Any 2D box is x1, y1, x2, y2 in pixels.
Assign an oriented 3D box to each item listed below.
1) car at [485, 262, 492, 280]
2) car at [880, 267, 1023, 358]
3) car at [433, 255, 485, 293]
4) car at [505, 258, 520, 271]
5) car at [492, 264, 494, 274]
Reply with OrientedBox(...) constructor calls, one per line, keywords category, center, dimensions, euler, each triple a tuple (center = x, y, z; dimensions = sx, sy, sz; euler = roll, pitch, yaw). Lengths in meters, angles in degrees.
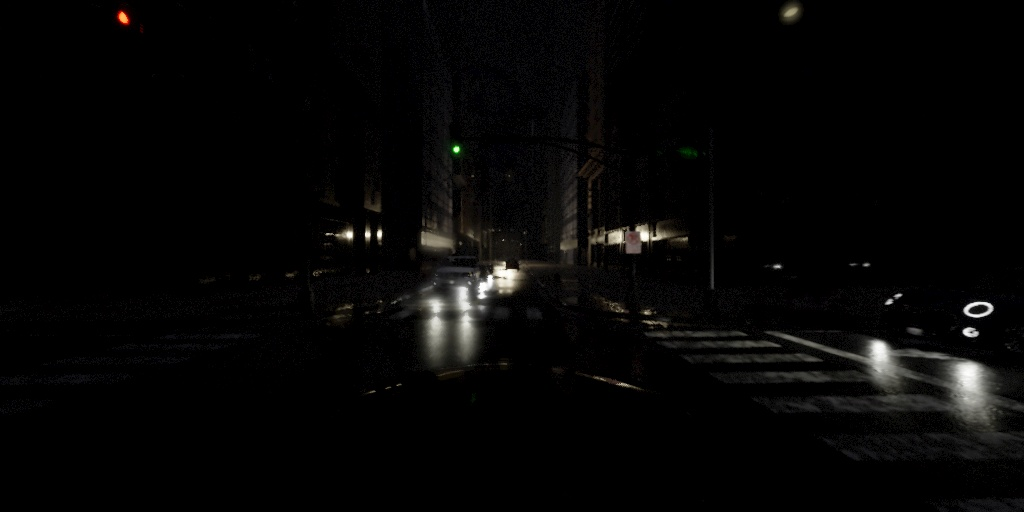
OrientedBox(category="car", center=(-3.061, 1.372, 31.128), dimensions=(1.895, 1.301, 4.718), euler=(0, 0, 0))
OrientedBox(category="car", center=(10.908, 1.018, 7.679), dimensions=(4.553, 1.767, 2.097), euler=(0, 0, 1))
OrientedBox(category="car", center=(-3.068, 0.984, 21.061), dimensions=(2.150, 2.045, 5.566), euler=(0, 0, 0))
OrientedBox(category="car", center=(0.050, 1.270, 49.883), dimensions=(1.882, 1.535, 5.008), euler=(0, 0, 0))
OrientedBox(category="car", center=(-3.049, 1.382, 41.280), dimensions=(1.895, 1.301, 4.718), euler=(0, 0, 0))
